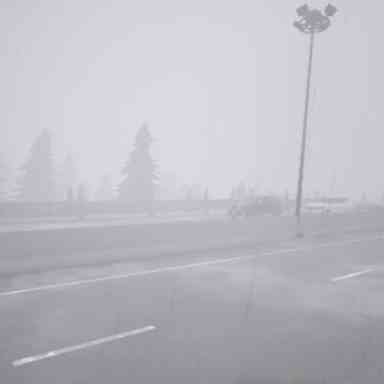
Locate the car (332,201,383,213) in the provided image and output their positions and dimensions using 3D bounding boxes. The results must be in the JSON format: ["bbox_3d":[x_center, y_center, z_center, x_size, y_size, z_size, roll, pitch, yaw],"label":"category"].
[{"bbox_3d":[13.997,1.672,26.873,5.357,1.411,2.033,0,0,-35],"label":"car"}]

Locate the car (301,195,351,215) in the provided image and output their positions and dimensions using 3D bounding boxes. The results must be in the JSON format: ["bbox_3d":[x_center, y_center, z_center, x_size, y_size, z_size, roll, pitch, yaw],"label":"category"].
[{"bbox_3d":[12.233,1.345,29.912,5.566,2.045,2.150,0,0,-36],"label":"car"}]

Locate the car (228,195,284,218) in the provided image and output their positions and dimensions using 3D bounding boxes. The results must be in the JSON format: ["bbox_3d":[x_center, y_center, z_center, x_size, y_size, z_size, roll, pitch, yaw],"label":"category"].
[{"bbox_3d":[5.758,1.325,29.593,5.566,2.045,2.150,1,0,-35],"label":"car"}]
